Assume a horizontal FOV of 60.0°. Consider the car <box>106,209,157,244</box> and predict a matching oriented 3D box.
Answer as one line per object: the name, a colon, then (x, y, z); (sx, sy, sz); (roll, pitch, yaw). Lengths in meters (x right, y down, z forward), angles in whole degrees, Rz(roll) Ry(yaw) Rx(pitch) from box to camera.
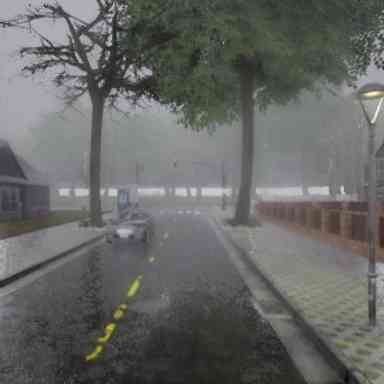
car: (-2.861, 1.608, 16.500); (2.128, 1.511, 4.902); (0, 0, 0)
